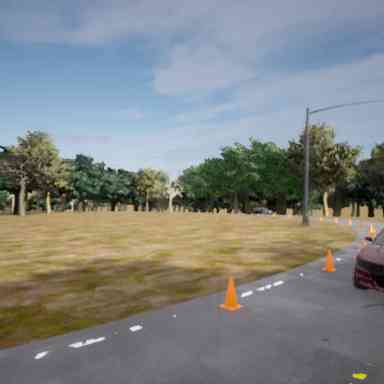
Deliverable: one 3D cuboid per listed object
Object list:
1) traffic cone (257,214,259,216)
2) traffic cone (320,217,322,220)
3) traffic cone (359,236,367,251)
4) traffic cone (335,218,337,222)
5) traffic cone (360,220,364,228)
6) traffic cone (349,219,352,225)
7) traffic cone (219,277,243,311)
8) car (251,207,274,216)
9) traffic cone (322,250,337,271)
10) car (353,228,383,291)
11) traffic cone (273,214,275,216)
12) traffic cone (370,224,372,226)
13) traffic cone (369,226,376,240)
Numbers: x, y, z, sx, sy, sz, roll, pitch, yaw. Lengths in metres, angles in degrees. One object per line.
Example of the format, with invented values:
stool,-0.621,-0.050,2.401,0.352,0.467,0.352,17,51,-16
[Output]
traffic cone,11.613,3.847,58.420,0.340,0.580,0.340,3,-3,-24
traffic cone,15.561,3.132,40.114,0.340,0.580,0.340,2,-3,0
traffic cone,7.054,2.108,13.601,0.340,0.580,0.340,1,-1,36
traffic cone,15.332,2.918,35.406,0.340,0.580,0.340,2,-2,6
traffic cone,13.408,2.522,26.188,0.340,0.580,0.340,1,-2,18
traffic cone,14.612,2.709,30.747,0.340,0.580,0.340,2,-2,12
traffic cone,0.774,1.973,6.569,0.340,0.580,0.340,0,0,-42
car,12.851,3.526,60.836,2.128,1.511,4.902,3,-3,-27
traffic cone,4.099,2.025,9.921,0.340,0.580,0.340,1,0,42
car,5.754,1.566,8.579,1.882,1.535,5.008,1,0,41
traffic cone,13.314,3.681,54.023,0.340,0.580,0.340,2,-3,-18
traffic cone,11.734,2.358,21.778,0.340,0.580,0.340,1,-1,24
traffic cone,9.609,2.219,17.567,0.340,0.580,0.340,1,-1,30
